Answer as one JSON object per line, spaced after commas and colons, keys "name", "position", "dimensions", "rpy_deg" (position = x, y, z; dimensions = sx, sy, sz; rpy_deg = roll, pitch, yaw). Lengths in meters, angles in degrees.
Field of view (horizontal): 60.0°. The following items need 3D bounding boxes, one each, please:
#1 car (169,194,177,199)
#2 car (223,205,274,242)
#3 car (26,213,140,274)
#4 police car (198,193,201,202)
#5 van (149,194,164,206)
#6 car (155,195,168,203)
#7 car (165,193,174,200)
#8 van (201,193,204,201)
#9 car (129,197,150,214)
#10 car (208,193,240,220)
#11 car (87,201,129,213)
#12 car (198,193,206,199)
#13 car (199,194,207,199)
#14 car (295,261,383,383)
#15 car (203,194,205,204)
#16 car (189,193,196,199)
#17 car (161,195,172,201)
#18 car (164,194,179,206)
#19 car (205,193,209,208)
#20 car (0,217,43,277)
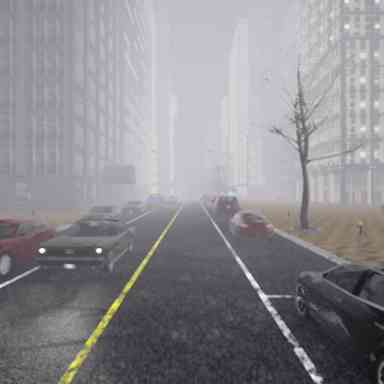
{"name": "car", "position": [-5.554, 1.190, 95.444], "dimensions": [2.008, 1.369, 4.403], "rpy_deg": [1, 0, 0]}
{"name": "car", "position": [2.717, 1.522, 15.766], "dimensions": [1.802, 1.307, 4.206], "rpy_deg": [1, 0, 0]}
{"name": "car", "position": [-3.076, 1.558, 10.581], "dimensions": [1.895, 1.301, 4.718], "rpy_deg": [0, 0, 0]}
{"name": "police car", "position": [2.458, 1.170, 67.333], "dimensions": [1.930, 1.638, 5.238], "rpy_deg": [0, 0, 0]}
{"name": "van", "position": [-5.614, 1.146, 49.930], "dimensions": [1.690, 1.788, 3.998], "rpy_deg": [1, 0, 0]}
{"name": "car", "position": [-5.601, 1.329, 61.310], "dimensions": [1.947, 1.339, 4.313], "rpy_deg": [1, 0, 0]}
{"name": "car", "position": [-5.569, 1.120, 84.066], "dimensions": [1.967, 1.590, 4.097], "rpy_deg": [1, 0, 0]}
{"name": "van", "position": [2.774, 1.130, 55.588], "dimensions": [1.690, 1.788, 3.998], "rpy_deg": [1, 0, 0]}
{"name": "car", "position": [-5.640, 1.436, 32.864], "dimensions": [1.947, 1.339, 4.313], "rpy_deg": [1, 0, 0]}
{"name": "car", "position": [2.735, 1.212, 27.143], "dimensions": [2.192, 1.841, 5.009], "rpy_deg": [1, 0, 0]}
{"name": "car", "position": [-5.656, 1.480, 21.485], "dimensions": [1.947, 1.339, 4.313], "rpy_deg": [1, 0, 0]}
{"name": "car", "position": [2.827, 1.084, 95.409], "dimensions": [1.967, 1.590, 4.097], "rpy_deg": [0, 0, 0]}
{"name": "car", "position": [2.818, 1.215, 89.721], "dimensions": [2.008, 1.369, 4.403], "rpy_deg": [0, 0, 0]}
{"name": "car", "position": [2.767, 1.550, 4.389], "dimensions": [1.947, 1.339, 4.313], "rpy_deg": [1, 0, 0]}
{"name": "car", "position": [2.757, 1.356, 44.380], "dimensions": [1.752, 1.417, 4.829], "rpy_deg": [1, 0, 0]}
{"name": "car", "position": [0.116, 1.068, 85.358], "dimensions": [2.128, 1.511, 4.902], "rpy_deg": [0, 0, 0]}
{"name": "car", "position": [-5.585, 1.272, 72.687], "dimensions": [2.008, 1.369, 4.403], "rpy_deg": [1, 0, 0]}
{"name": "car", "position": [-2.995, 1.347, 51.751], "dimensions": [2.033, 1.411, 5.357], "rpy_deg": [0, 0, 1]}
{"name": "car", "position": [2.743, 1.190, 32.831], "dimensions": [2.192, 1.841, 5.009], "rpy_deg": [1, 0, 0]}
{"name": "car", "position": [-5.681, 1.502, 10.109], "dimensions": [1.887, 1.381, 4.507], "rpy_deg": [1, 0, 0]}
